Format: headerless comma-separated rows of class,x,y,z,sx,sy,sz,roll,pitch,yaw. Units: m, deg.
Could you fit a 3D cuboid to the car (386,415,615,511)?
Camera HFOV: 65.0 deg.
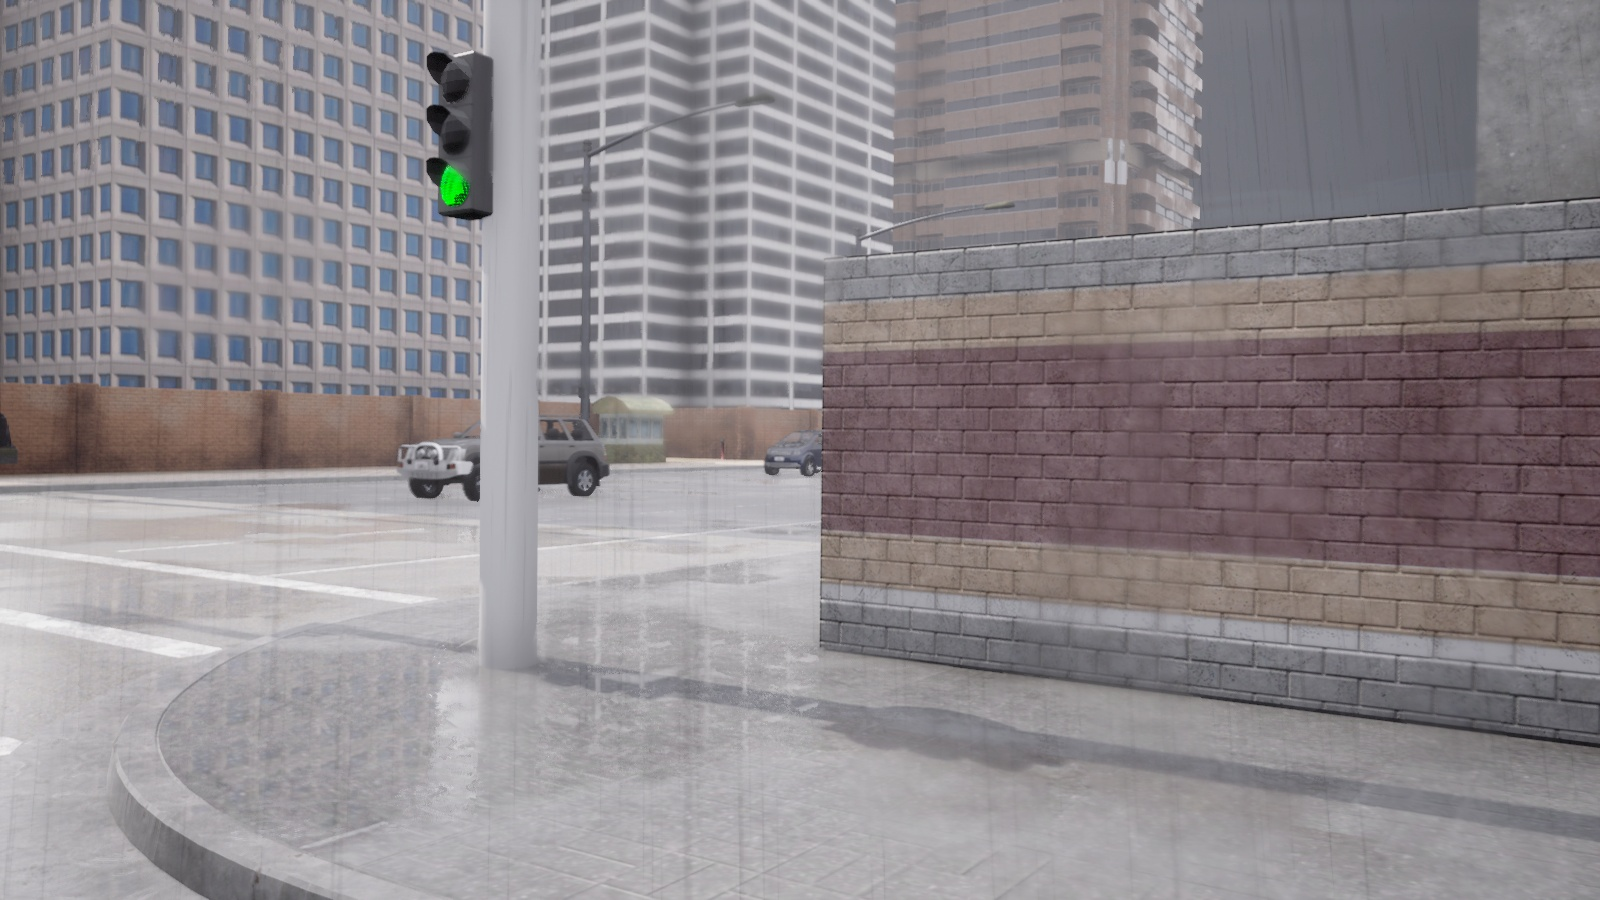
car,-6.205,0.212,26.569,1.932,1.855,4.605,0,1,34

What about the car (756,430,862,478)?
car,0.348,0.093,42.487,1.789,1.549,3.705,0,1,34
